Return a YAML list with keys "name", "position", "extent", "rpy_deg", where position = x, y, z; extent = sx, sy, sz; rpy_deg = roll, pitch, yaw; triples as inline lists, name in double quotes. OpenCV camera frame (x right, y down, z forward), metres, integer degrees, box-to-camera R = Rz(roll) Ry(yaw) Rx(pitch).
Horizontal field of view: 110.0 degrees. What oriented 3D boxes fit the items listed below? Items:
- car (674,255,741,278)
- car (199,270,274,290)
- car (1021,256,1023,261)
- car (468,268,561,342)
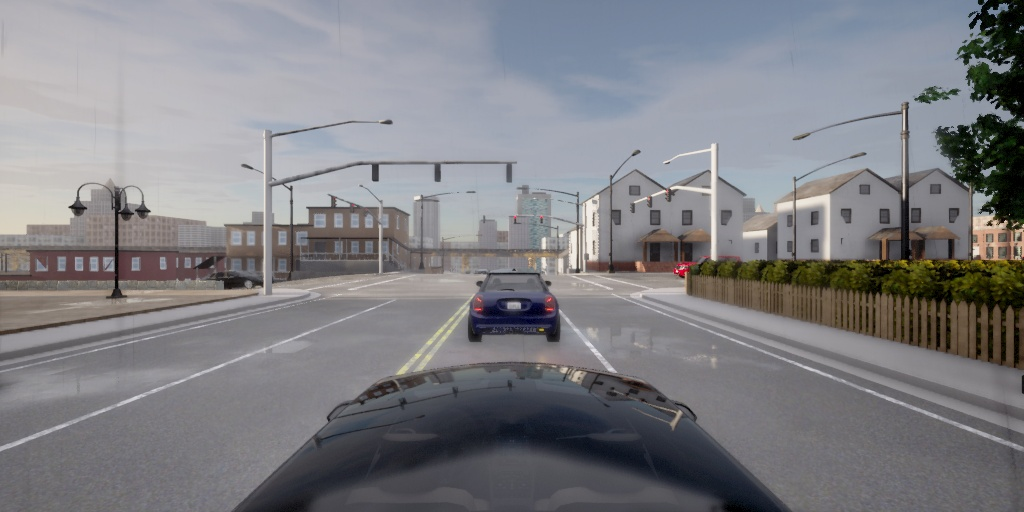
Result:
- name: "car"
  position: [17.042, 0.971, 31.060]
  extent: [5.566, 2.045, 2.150]
  rpy_deg: [0, 0, -1]
- name: "car"
  position: [-20.509, 1.789, 26.749]
  extent: [4.892, 1.490, 1.837]
  rpy_deg: [-5, 0, -1]
- name: "car"
  position: [42.784, 0.971, 27.774]
  extent: [5.566, 2.045, 2.150]
  rpy_deg: [0, 0, -1]
- name: "car"
  position: [0.055, 1.102, 9.942]
  extent: [2.097, 1.767, 4.553]
  rpy_deg: [0, 0, 0]
